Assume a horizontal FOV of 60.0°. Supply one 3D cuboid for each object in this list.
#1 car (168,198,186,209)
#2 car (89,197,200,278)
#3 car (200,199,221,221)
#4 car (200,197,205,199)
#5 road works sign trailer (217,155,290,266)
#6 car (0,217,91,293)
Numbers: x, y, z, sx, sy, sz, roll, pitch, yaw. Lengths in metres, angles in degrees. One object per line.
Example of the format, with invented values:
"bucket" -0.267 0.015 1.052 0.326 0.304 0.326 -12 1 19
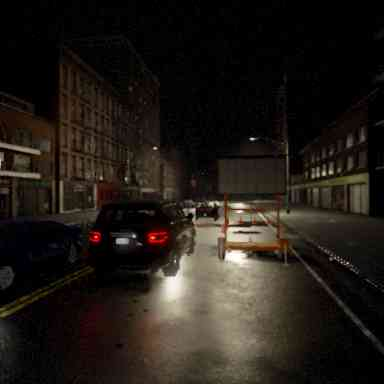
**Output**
"car" -2.197 1.700 50.381 1.882 1.535 5.008 0 -1 8
"car" -1.255 1.270 10.521 2.150 2.045 5.566 0 0 8
"car" 1.395 1.607 28.641 2.128 1.511 4.902 0 0 8
"car" 1.095 1.563 50.421 2.097 1.767 4.553 0 0 8
"road works sign trailer" 2.114 0.507 11.827 2.380 3.560 2.880 0 0 8
"car" -4.923 1.535 9.296 1.882 1.535 5.008 0 0 8
